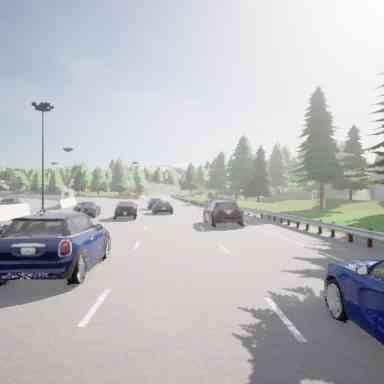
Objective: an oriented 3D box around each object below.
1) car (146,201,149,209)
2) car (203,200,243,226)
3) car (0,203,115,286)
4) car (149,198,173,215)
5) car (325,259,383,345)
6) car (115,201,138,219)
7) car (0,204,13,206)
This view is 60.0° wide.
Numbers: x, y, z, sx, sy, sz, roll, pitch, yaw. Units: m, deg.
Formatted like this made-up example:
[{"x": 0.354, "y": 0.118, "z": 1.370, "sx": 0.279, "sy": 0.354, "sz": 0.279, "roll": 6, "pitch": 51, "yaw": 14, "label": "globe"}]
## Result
[{"x": -4.798, "y": 1.505, "z": 43.439, "sx": 1.837, "sy": 1.490, "sz": 4.892, "roll": 0, "pitch": 0, "yaw": -12, "label": "car"}, {"x": 2.078, "y": 1.352, "z": 23.269, "sx": 2.097, "sy": 1.767, "sz": 4.553, "roll": 0, "pitch": 0, "yaw": -6, "label": "car"}, {"x": -3.781, "y": 1.352, "z": 9.608, "sx": 2.097, "sy": 1.767, "sz": 4.553, "roll": 0, "pitch": 0, "yaw": -3, "label": "car"}, {"x": -3.112, "y": 1.564, "z": 34.676, "sx": 1.994, "sy": 1.385, "sz": 4.181, "roll": 0, "pitch": 0, "yaw": -10, "label": "car"}, {"x": 3.448, "y": 1.477, "z": 4.248, "sx": 1.882, "sy": 1.535, "sz": 5.008, "roll": 0, "pitch": 0, "yaw": -1, "label": "car"}, {"x": -5.719, "y": 1.525, "z": 28.921, "sx": 1.812, "sy": 1.442, "sz": 4.674, "roll": 0, "pitch": 0, "yaw": -8, "label": "car"}, {"x": -22.065, "y": 1.507, "z": 40.127, "sx": 1.837, "sy": 1.490, "sz": 4.892, "roll": 0, "pitch": -1, "yaw": -12, "label": "car"}]
